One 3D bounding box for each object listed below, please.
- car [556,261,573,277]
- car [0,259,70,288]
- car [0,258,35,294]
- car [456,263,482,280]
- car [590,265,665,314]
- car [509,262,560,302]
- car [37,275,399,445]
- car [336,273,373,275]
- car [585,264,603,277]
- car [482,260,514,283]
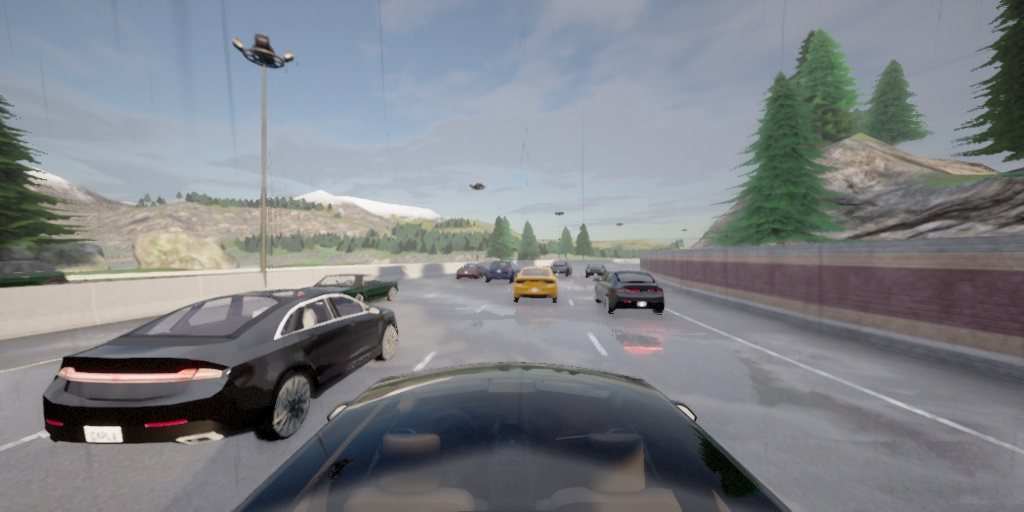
[{"bbox_3d":[5.066,1.278,36.638,2.128,1.511,4.902,0,0,15],"label":"car"},{"bbox_3d":[-23.752,1.023,16.312,2.097,1.767,4.553,0,0,6],"label":"car"},{"bbox_3d":[-27.173,1.020,17.293,2.097,1.767,4.553,0,0,6],"label":"car"},{"bbox_3d":[-3.374,1.318,31.688,1.994,1.385,4.181,0,0,13],"label":"car"},{"bbox_3d":[4.359,1.278,13.858,1.837,1.490,4.892,0,0,5],"label":"car"},{"bbox_3d":[1.197,1.240,17.109,1.882,1.535,5.008,0,0,6],"label":"car"},{"bbox_3d":[-3.248,1.232,5.331,2.128,1.511,4.902,0,0,1],"label":"car"},{"bbox_3d":[-6.202,1.335,14.175,1.895,1.301,4.718,0,0,5],"label":"car"},{"bbox_3d":[8.240,1.398,35.094,1.895,1.301,4.718,0,0,15],"label":"car"},{"bbox_3d":[-0.549,1.114,28.183,2.097,1.767,4.553,0,0,11],"label":"car"}]
